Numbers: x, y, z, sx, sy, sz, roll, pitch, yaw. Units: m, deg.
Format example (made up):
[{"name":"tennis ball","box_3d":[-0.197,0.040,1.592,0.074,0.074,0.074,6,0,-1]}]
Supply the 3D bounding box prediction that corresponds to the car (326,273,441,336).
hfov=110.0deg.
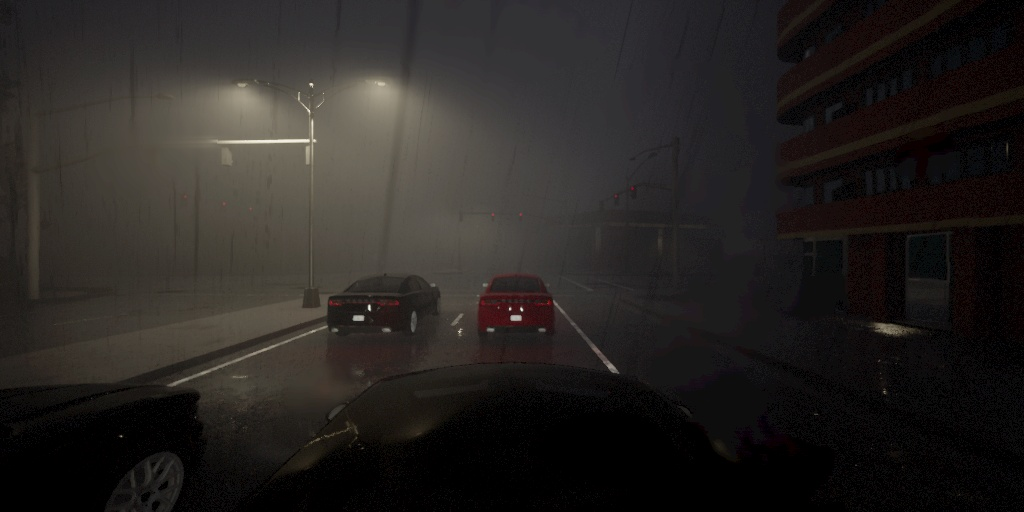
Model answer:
[{"name":"car","box_3d":[-3.384,1.224,10.411,1.882,1.535,5.008,0,0,0]}]

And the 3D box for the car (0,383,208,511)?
[{"name":"car","box_3d":[-3.409,1.228,0.838,1.882,1.535,5.008,0,0,0]}]

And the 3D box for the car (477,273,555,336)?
[{"name":"car","box_3d":[0.121,1.224,10.421,1.882,1.535,5.008,0,0,1]}]
